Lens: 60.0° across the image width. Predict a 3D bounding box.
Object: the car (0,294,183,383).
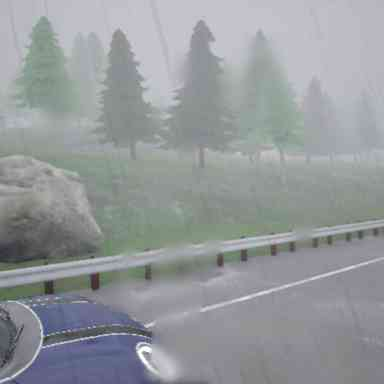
[{"bbox_3d":[-2.261,1.363,2.172,4.553,1.767,2.097,-1,1,-35],"label":"car"}]
